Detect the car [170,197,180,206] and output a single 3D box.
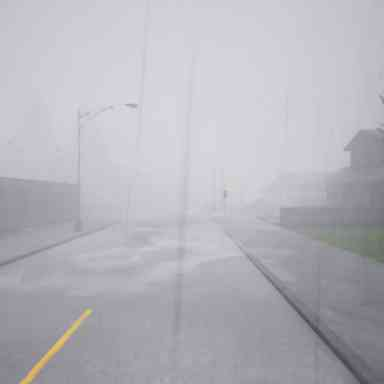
[{"bbox_3d":[-4.017,2.297,77.619,2.150,2.045,5.566,0,-1,0],"label":"car"}]
